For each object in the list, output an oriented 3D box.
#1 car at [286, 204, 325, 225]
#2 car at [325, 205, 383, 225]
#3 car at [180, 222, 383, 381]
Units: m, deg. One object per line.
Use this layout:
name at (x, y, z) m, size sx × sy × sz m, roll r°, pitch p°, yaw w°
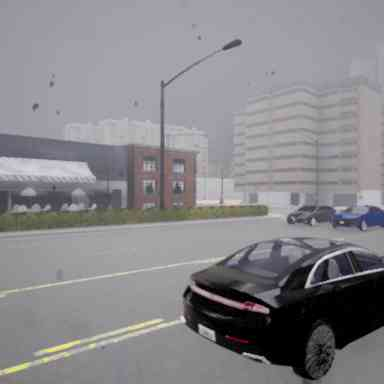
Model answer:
car at (8.870, 1.673, 24.380) m, size 4.892 × 1.490 × 1.837 m, roll 0°, pitch 0°, yaw -39°
car at (10.946, 1.591, 21.560) m, size 5.008 × 1.535 × 1.882 m, roll 1°, pitch 0°, yaw -39°
car at (2.111, 1.518, 5.547) m, size 4.902 × 1.511 × 2.128 m, roll 0°, pitch 0°, yaw -37°
